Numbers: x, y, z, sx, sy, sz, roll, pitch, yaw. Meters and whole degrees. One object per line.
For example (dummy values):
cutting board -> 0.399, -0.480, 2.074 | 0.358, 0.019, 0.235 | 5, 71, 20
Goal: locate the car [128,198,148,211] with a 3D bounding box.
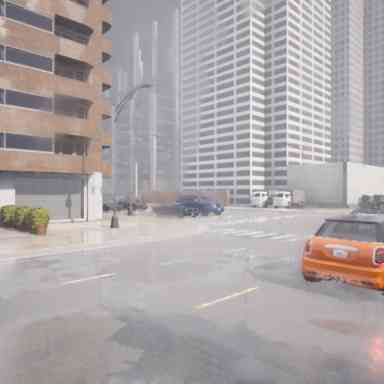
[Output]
car -> -7.435, 1.561, 41.645 | 1.837, 1.490, 4.892 | 0, 0, -44

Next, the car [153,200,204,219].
car -> -1.469, 1.656, 30.428 | 1.895, 1.301, 4.718 | 0, 0, -44

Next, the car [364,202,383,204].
car -> 11.821, 1.384, 21.272 | 2.097, 1.767, 4.553 | 0, 0, 4

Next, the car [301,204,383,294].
car -> 4.792, 1.353, 8.663 | 4.553, 1.767, 2.097 | 0, 0, -42

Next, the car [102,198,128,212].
car -> -10.220, 1.602, 39.487 | 2.033, 1.411, 5.357 | 0, 0, -44

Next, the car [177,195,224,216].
car -> 0.644, 1.277, 33.280 | 2.150, 2.045, 5.566 | 0, 0, -44
